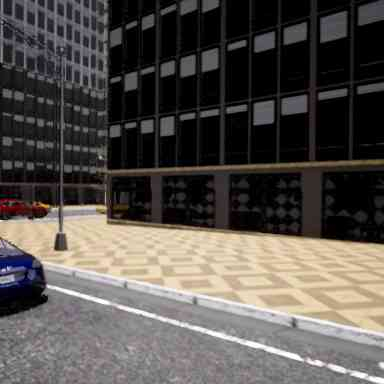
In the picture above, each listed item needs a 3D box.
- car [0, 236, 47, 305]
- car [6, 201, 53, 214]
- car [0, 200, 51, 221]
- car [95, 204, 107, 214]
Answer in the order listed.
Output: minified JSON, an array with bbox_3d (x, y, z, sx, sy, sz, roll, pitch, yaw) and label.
[{"bbox_3d":[-5.096,1.598,7.323,4.181,1.385,1.994,0,0,35],"label":"car"},{"bbox_3d":[-19.664,1.817,40.382,1.752,1.417,4.829,0,0,36],"label":"car"},{"bbox_3d":[-16.175,1.657,31.004,2.192,1.841,5.009,0,0,36],"label":"car"},{"bbox_3d":[-9.369,1.967,40.209,1.752,1.417,4.829,0,0,36],"label":"car"}]
